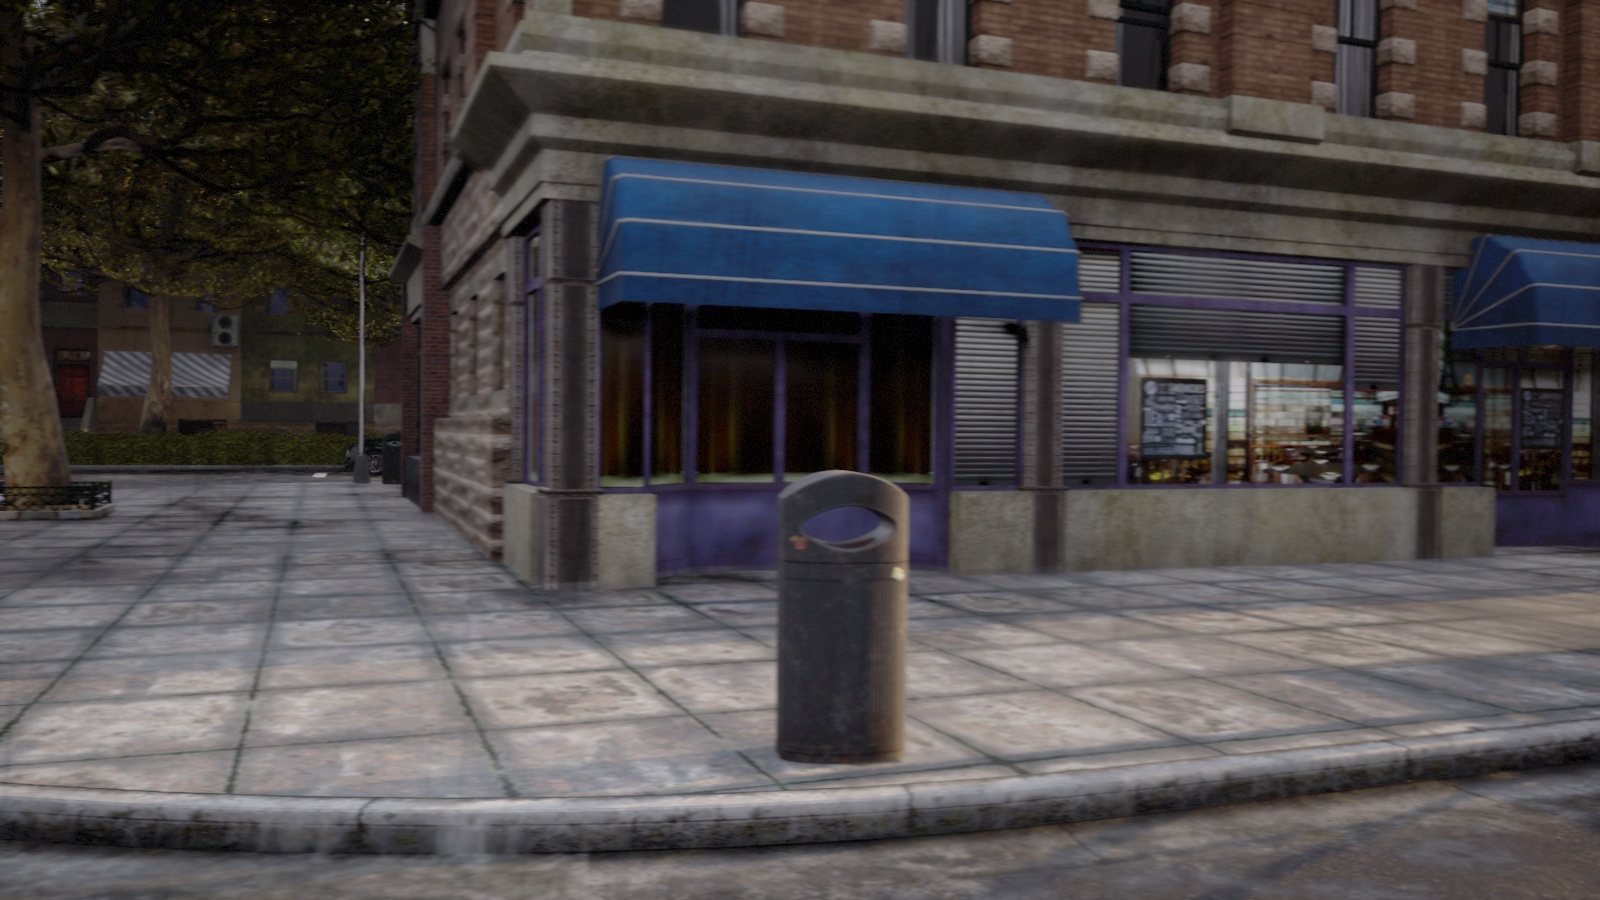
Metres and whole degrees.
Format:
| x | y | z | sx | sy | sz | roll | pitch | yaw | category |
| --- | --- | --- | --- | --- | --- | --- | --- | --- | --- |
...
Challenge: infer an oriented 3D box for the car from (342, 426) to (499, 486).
| x | y | z | sx | sy | sz | roll | pitch | yaw | category |
| --- | --- | --- | --- | --- | --- | --- | --- | --- | --- |
| -11.915 | 0.145 | 39.376 | 4.553 | 1.767 | 2.097 | -1 | 1 | -21 | car |
